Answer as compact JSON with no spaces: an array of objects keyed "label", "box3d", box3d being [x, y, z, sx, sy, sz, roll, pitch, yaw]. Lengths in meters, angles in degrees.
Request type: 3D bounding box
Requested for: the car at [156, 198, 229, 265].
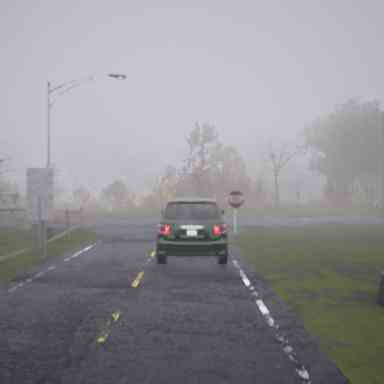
[{"label":"car","box3d":[0.028,1.208,11.742,2.150,2.045,5.566,0,0,1]}]
